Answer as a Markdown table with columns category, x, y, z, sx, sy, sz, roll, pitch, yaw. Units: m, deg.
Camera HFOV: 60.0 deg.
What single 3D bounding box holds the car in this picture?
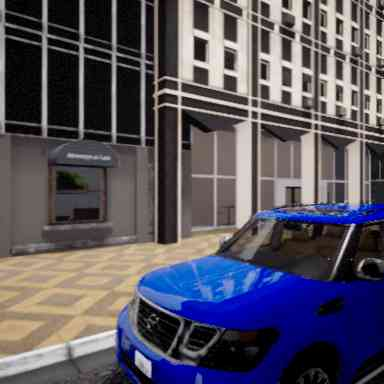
| category | x | y | z | sx | sy | sz | roll | pitch | yaw |
| --- | --- | --- | --- | --- | --- | --- | --- | --- | --- |
| car | 1.806 | 1.222 | 4.649 | 5.566 | 2.045 | 2.150 | 0 | 0 | -35 |
